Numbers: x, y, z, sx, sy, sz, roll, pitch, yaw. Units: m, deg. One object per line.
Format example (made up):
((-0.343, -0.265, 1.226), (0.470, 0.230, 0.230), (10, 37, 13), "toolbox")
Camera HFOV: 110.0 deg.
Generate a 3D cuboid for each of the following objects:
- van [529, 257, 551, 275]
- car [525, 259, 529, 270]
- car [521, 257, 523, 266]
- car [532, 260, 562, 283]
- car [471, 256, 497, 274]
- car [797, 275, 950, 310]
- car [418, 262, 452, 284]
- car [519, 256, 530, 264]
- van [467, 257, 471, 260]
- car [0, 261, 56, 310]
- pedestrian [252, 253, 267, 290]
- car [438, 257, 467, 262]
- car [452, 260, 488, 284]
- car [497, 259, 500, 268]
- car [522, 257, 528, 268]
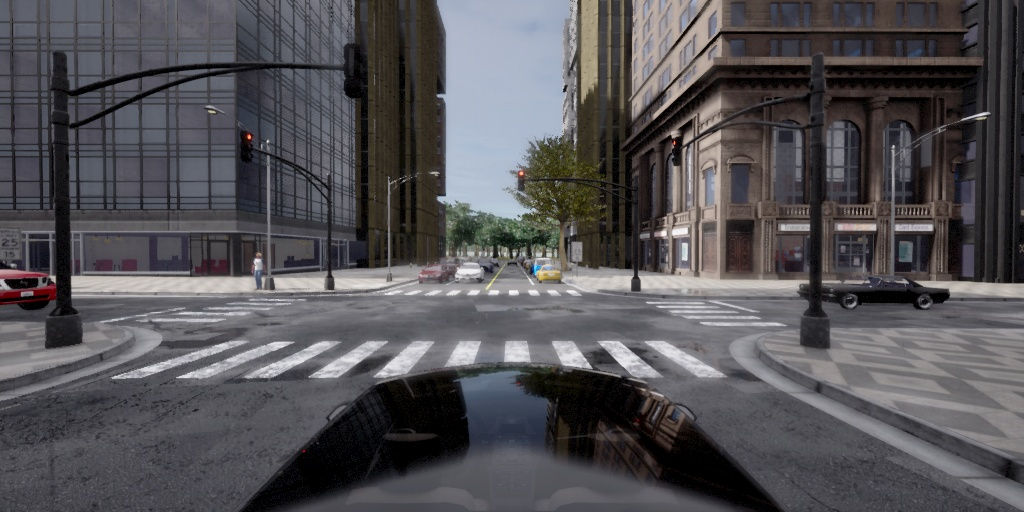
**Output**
((2.743, 1.060, 32.649), (1.690, 1.789, 3.998), (0, 0, 0), "van")
((2.740, 1.275, 38.328), (1.948, 1.339, 4.313), (0, 0, 0), "car")
((2.729, 1.213, 55.366), (1.888, 1.381, 4.507), (0, 0, 0), "car")
((2.747, 1.254, 27.138), (1.751, 1.417, 4.829), (0, 0, 0), "car")
((-3.120, 1.057, 39.878), (2.097, 1.767, 4.553), (0, 0, 0), "car")
((14.702, 1.444, 14.820), (4.718, 1.301, 1.895), (0, 1, 0), "car")
((-5.779, 1.311, 26.954), (1.802, 1.307, 4.207), (0, 0, 0), "car")
((2.726, 1.202, 61.046), (2.007, 1.370, 4.403), (0, 0, 0), "car")
((-5.786, 1.050, 38.315), (1.690, 1.789, 3.998), (0, 0, 0), "van")
((-18.381, 0.842, 11.526), (5.566, 2.045, 2.150), (1, 1, 0), "car")
((-12.533, 0.741, 17.779), (0.375, 1.860, 0.375), (0, 0, 0), "pedestrian")
((-5.782, 1.034, 32.635), (2.192, 1.841, 5.009), (0, 0, 0), "car")
((-3.112, 1.254, 27.200), (1.812, 1.442, 4.674), (0, 0, 0), "car")
((-3.045, 1.162, 60.231), (1.837, 1.490, 4.892), (0, 0, 0), "car")
((2.733, 1.208, 49.857), (1.751, 1.417, 4.829), (0, 0, 0), "car")
